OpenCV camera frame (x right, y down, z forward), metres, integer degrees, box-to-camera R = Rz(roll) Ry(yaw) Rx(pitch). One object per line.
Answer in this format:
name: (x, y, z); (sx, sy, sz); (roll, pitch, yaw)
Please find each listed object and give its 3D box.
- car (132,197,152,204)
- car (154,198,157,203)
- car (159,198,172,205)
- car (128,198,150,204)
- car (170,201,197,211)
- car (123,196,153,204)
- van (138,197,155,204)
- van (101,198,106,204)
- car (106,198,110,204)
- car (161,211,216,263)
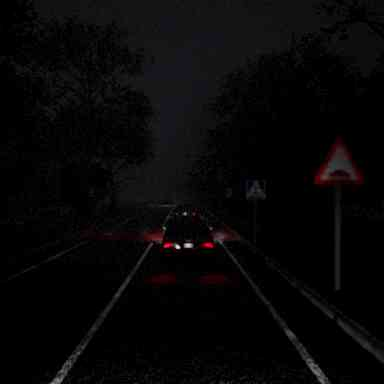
car: (-12.358, 2.103, 82.171); (4.553, 1.767, 2.185); (0, -2, -1)
car: (-12.370, 2.074, 84.946); (5.566, 2.045, 2.435); (0, -2, -1)
car: (-4.817, 1.889, 65.263); (1.994, 1.385, 4.181); (0, -1, -1)
car: (-12.190, 2.054, 76.623); (4.892, 1.521, 2.231); (0, -2, -1)
car: (-0.546, 1.698, 27.541); (2.033, 1.411, 5.357); (0, 0, -1)
car: (-11.928, 1.974, 73.861); (5.366, 1.575, 1.946); (0, -2, -1)
van: (-12.729, 2.397, 93.262); (4.442, 1.987, 1.878); (0, -2, -1)
van: (-25.667, 2.212, 87.583); (4.442, 1.987, 1.878); (0, -2, -1)
car: (-25.590, 2.411, 90.350); (4.553, 1.767, 2.185); (0, -2, -1)
car: (-0.154, 1.676, 12.537); (2.033, 1.411, 5.357); (0, 0, -1)
